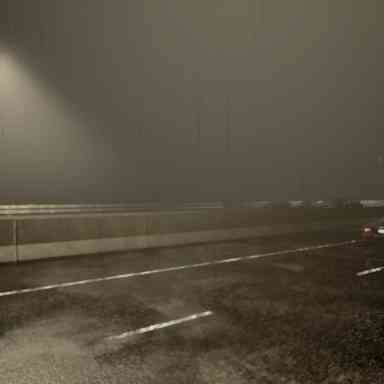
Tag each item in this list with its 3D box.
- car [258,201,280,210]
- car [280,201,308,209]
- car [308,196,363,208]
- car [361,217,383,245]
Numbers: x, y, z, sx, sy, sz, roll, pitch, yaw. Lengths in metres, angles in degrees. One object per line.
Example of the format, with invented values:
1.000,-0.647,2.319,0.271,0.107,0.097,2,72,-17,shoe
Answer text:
9.372,1.715,36.467,4.892,1.490,1.837,1,0,-35,car
11.642,1.704,33.787,4.902,1.511,2.128,1,0,-35,car
13.650,1.433,30.922,5.566,2.045,2.150,0,0,-35,car
9.792,1.669,15.031,5.357,1.411,2.033,1,0,-35,car
